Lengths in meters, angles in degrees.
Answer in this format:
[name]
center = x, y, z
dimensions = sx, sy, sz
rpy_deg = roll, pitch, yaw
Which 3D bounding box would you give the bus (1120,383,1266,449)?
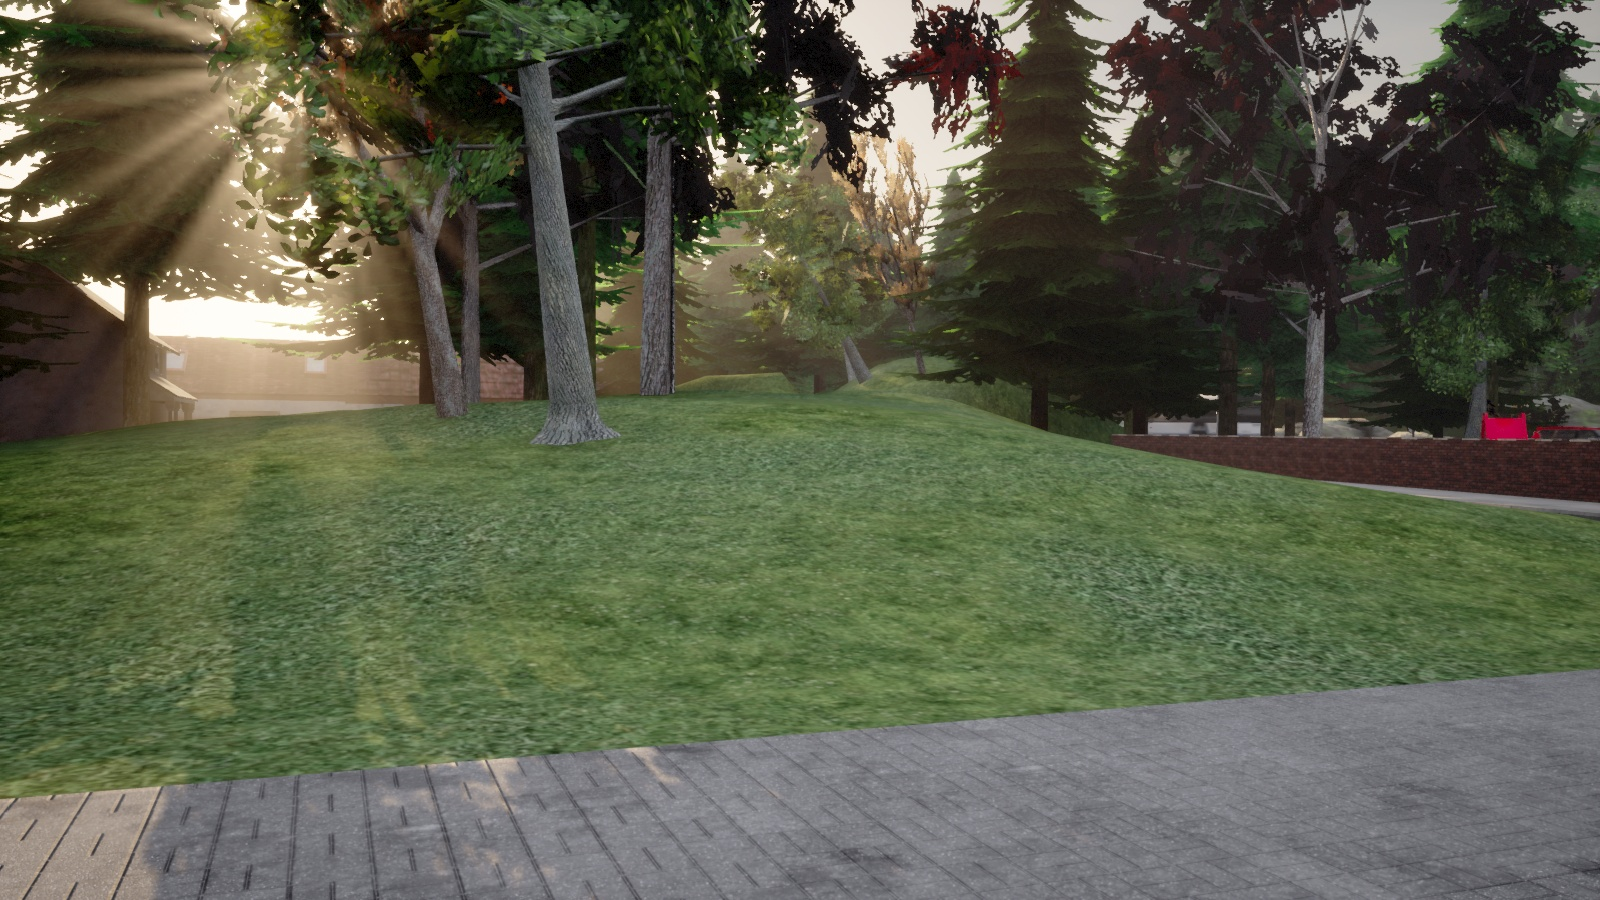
[bus]
center = 26.504, -2.256, 85.490
dimensions = 3.944, 4.253, 10.273
rpy_deg = -1, 1, -21

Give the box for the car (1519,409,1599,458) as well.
[car]
center = 34.223, -0.733, 54.073
dimensions = 2.150, 2.045, 5.566
rpy_deg = -1, 1, -20
